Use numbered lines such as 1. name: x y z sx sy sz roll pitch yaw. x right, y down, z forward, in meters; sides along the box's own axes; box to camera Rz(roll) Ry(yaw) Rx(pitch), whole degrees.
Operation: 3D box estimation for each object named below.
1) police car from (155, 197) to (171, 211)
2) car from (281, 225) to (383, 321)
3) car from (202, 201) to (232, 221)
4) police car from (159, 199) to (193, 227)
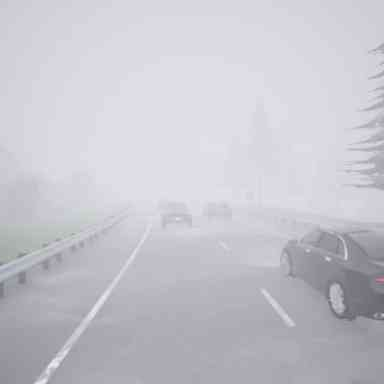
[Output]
1. police car: -3.509 1.386 41.093 1.930 1.638 5.238 0 0 -10
2. car: 3.413 1.490 7.268 1.837 1.490 4.892 0 0 -2
3. car: 1.967 1.457 27.268 2.128 1.511 4.902 0 0 -6
4. police car: -1.088 1.481 22.860 2.038 1.542 4.974 0 0 -5
